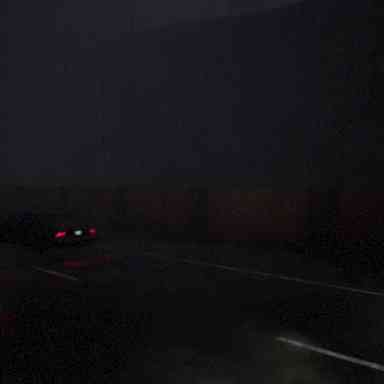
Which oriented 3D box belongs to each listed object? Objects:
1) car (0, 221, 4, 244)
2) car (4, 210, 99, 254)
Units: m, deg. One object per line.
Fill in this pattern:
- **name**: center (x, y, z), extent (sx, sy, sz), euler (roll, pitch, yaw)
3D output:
- **car**: center (-7.667, 1.377, 9.805), extent (4.674, 1.442, 1.812), euler (1, 0, 37)
- **car**: center (-5.872, 1.403, 12.813), extent (5.357, 1.411, 2.033), euler (1, 0, 37)
